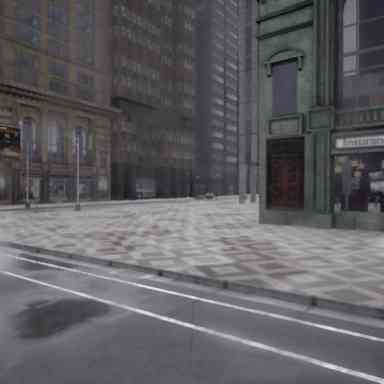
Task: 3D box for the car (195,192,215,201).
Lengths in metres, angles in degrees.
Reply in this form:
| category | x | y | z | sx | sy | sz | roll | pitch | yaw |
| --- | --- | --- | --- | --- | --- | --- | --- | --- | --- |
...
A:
| category | x | y | z | sx | sy | sz | roll | pitch | yaw |
| --- | --- | --- | --- | --- | --- | --- | --- | --- | --- |
| car | 2.413 | 0.837 | 61.519 | 1.837 | 1.490 | 4.892 | 0 | 1 | 36 |
